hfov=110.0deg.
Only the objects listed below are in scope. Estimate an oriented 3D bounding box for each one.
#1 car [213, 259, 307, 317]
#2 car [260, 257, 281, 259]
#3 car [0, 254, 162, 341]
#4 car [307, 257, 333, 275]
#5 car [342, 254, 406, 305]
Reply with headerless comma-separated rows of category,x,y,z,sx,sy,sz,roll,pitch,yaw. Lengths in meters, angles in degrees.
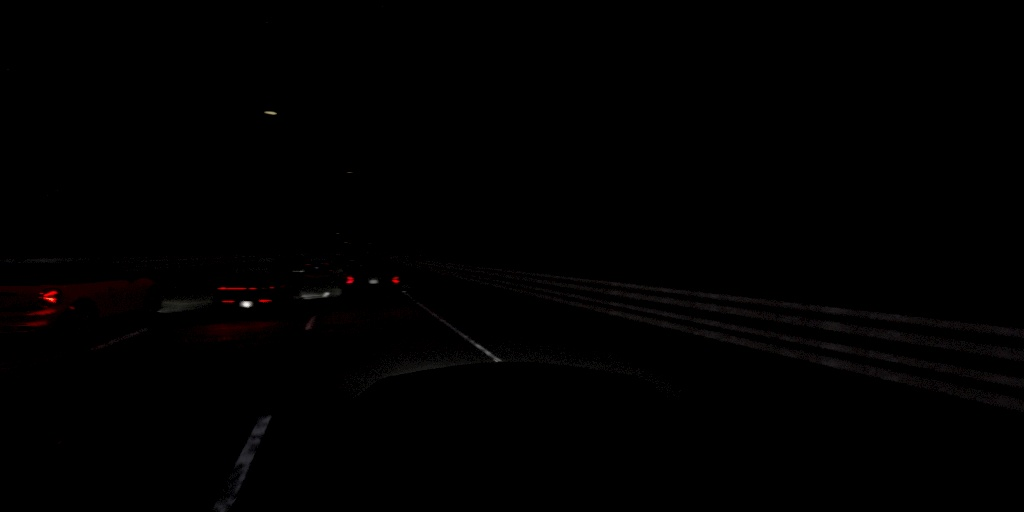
car,-8.353,1.034,12.137,1.837,1.490,4.892,1,0,-24
car,-19.933,0.769,29.635,1.812,1.442,4.674,1,0,-23
car,-10.533,0.831,8.506,2.097,1.767,4.553,1,0,-25
car,-17.014,0.791,31.696,1.882,1.535,5.008,1,0,-23
car,-5.935,0.935,15.047,2.097,1.767,4.553,1,0,-24
